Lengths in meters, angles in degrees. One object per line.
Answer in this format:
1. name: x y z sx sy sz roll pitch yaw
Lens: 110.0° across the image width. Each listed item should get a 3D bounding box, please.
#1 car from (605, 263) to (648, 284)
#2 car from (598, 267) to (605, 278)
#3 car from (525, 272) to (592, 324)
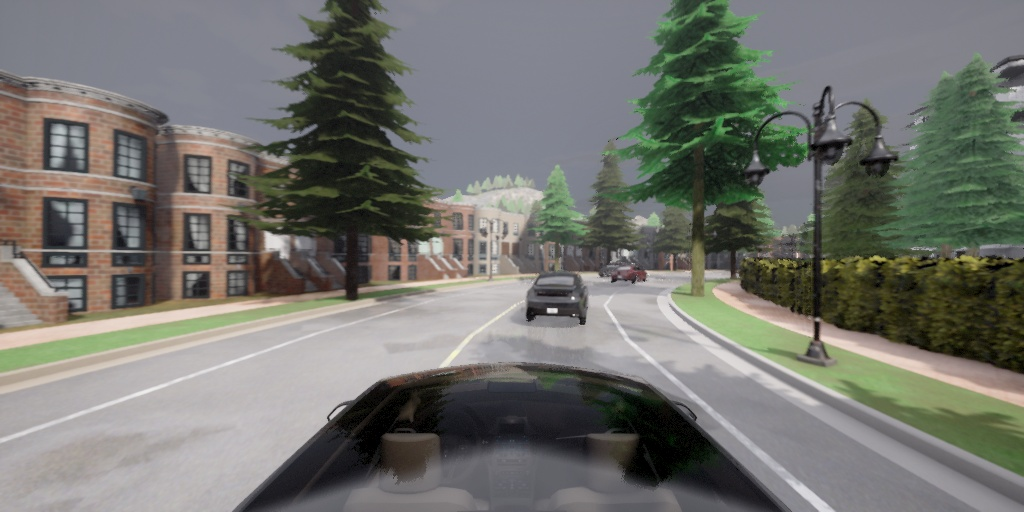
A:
1. car: 9.380 1.427 28.624 1.812 1.442 4.674 0 0 35
2. car: 10.351 1.431 35.454 1.837 1.490 4.892 0 -1 44
3. car: 1.692 1.296 12.392 1.837 1.490 4.892 0 0 13
